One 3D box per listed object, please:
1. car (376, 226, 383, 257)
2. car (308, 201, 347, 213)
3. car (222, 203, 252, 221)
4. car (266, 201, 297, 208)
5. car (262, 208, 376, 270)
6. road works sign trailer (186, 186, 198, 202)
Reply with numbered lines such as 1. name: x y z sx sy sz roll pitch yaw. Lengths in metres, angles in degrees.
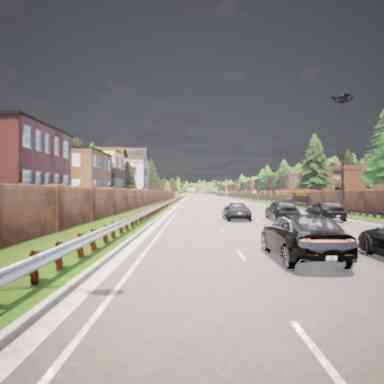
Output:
1. car: 7.097 1.565 10.585 1.994 1.385 4.181 0 0 0
2. car: 10.601 1.508 26.511 1.837 1.490 4.892 0 0 0
3. car: 3.601 1.568 27.050 1.994 1.385 4.181 0 0 0
4. car: 7.101 1.508 26.516 1.837 1.490 4.892 0 0 0
5. car: 3.598 1.493 10.978 2.128 1.511 4.902 0 0 0
6. road works sign trailer: 0.012 0.476 76.086 2.380 3.560 2.880 0 0 0
